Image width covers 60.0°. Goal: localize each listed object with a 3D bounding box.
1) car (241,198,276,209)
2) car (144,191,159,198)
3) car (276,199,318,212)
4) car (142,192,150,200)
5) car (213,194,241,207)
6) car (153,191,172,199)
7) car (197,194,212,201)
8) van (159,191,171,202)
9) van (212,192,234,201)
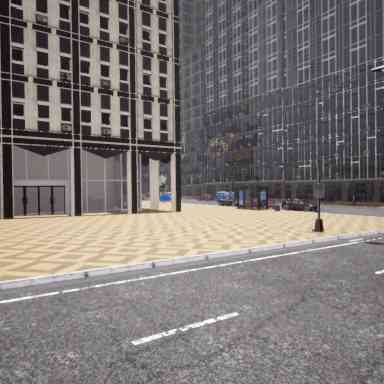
[{"bbox_3d":[8.433,1.388,40.447,1.802,1.307,4.206,0,1,-34],"label":"car"},{"bbox_3d":[-10.162,0.685,82.794,1.967,1.590,4.097,0,1,-34],"label":"car"},{"bbox_3d":[11.621,1.423,35.739,1.947,1.339,4.313,0,1,-34],"label":"car"},{"bbox_3d":[-10.683,1.039,68.684,2.008,1.369,4.403,0,1,-34],"label":"car"},{"bbox_3d":[5.280,1.319,45.175,1.947,1.339,4.313,0,1,-34],"label":"car"},{"bbox_3d":[-6.960,0.614,78.097,2.192,1.841,5.009,0,1,-34],"label":"car"},{"bbox_3d":[2.645,1.043,64.011,1.802,1.307,4.206,0,1,-34],"label":"car"},{"bbox_3d":[-4.279,0.937,59.290,1.690,1.788,3.998,0,1,-34],"label":"van"},{"bbox_3d":[5.846,0.855,59.312,1.690,1.788,3.998,0,1,-34],"label":"van"}]
